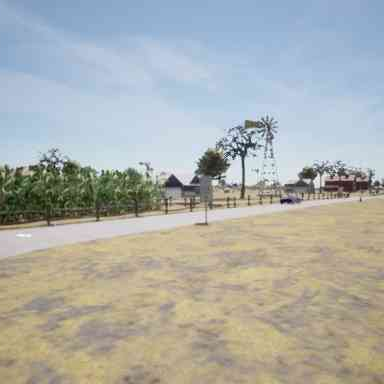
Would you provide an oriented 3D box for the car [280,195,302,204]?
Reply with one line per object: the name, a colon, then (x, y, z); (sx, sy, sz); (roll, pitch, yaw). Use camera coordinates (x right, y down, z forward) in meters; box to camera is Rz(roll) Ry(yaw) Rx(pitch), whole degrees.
car: (14.687, 1.132, 49.307); (1.895, 1.301, 4.718); (0, 0, 35)
